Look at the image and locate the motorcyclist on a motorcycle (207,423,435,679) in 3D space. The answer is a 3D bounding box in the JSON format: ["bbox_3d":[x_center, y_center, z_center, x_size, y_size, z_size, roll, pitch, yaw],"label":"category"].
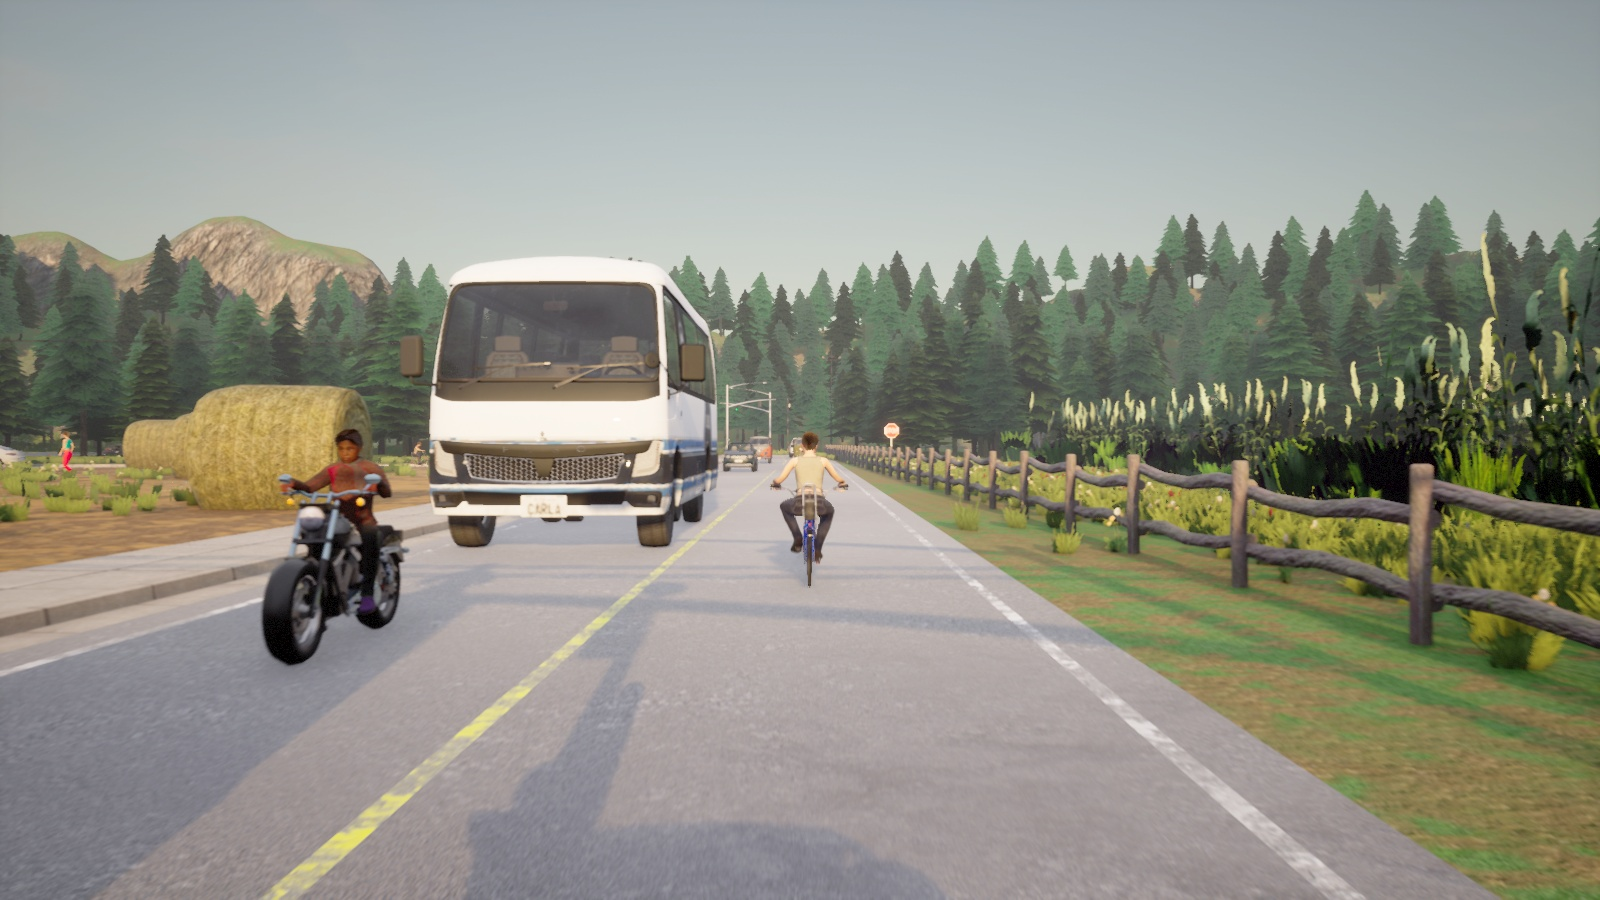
[{"bbox_3d":[-3.430,0.642,9.271,0.766,1.649,2.350,0,0,0],"label":"motorcyclist on a motorcycle"}]

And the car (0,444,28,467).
[{"bbox_3d":[-51.545,0.320,79.125,4.674,1.442,1.812,0,0,-2],"label":"car"}]

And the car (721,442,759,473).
[{"bbox_3d":[-3.091,0.356,65.142,1.789,1.549,3.705,0,0,0],"label":"car"}]

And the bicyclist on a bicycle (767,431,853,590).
[{"bbox_3d":[0.100,0.607,13.449,0.866,1.612,1.509,0,0,0],"label":"bicyclist on a bicycle"}]

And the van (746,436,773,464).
[{"bbox_3d":[-2.930,-0.020,91.756,1.775,1.987,4.442,0,0,0],"label":"van"}]

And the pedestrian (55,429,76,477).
[{"bbox_3d":[-27.830,0.116,47.584,0.594,1.836,0.345,0,0,7],"label":"pedestrian"}]

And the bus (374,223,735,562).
[{"bbox_3d":[-3.358,-0.751,20.926,3.944,4.253,10.273,0,0,0],"label":"bus"}]
